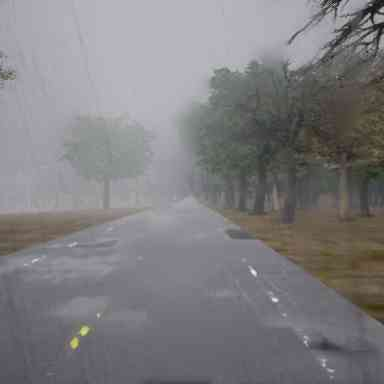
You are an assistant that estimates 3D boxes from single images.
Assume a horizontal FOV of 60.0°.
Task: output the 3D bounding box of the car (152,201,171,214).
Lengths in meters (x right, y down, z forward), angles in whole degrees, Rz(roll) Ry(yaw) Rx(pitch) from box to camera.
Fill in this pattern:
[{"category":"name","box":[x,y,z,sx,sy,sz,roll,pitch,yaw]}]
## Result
[{"category":"car","box":[-3.600,1.863,39.837,1.812,1.442,4.674,0,-1,0]}]
